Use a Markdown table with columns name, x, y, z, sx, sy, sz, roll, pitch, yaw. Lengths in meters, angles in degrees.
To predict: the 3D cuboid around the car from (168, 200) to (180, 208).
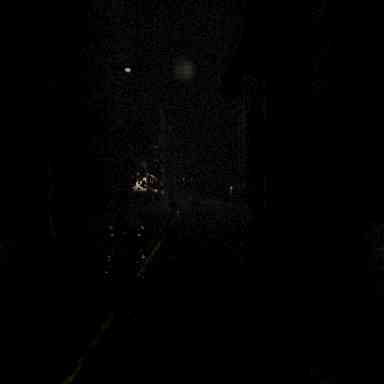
| name | x | y | z | sx | sy | sz | roll | pitch | yaw |
| --- | --- | --- | --- | --- | --- | --- | --- | --- | --- |
| car | -3.063 | 2.114 | 57.996 | 1.895 | 1.301 | 4.718 | 0 | -1 | 1 |

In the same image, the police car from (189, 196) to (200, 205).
| name | x | y | z | sx | sy | sz | roll | pitch | yaw |
| --- | --- | --- | --- | --- | --- | --- | --- | --- | --- |
| police car | 0.887 | 2.142 | 75.983 | 1.930 | 1.638 | 5.238 | 0 | -1 | 0 |

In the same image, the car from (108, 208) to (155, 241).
| name | x | y | z | sx | sy | sz | roll | pitch | yaw |
| --- | --- | --- | --- | --- | --- | --- | --- | --- | --- |
| car | -3.092 | 1.631 | 17.757 | 1.882 | 1.535 | 5.008 | 0 | 0 | 0 |
